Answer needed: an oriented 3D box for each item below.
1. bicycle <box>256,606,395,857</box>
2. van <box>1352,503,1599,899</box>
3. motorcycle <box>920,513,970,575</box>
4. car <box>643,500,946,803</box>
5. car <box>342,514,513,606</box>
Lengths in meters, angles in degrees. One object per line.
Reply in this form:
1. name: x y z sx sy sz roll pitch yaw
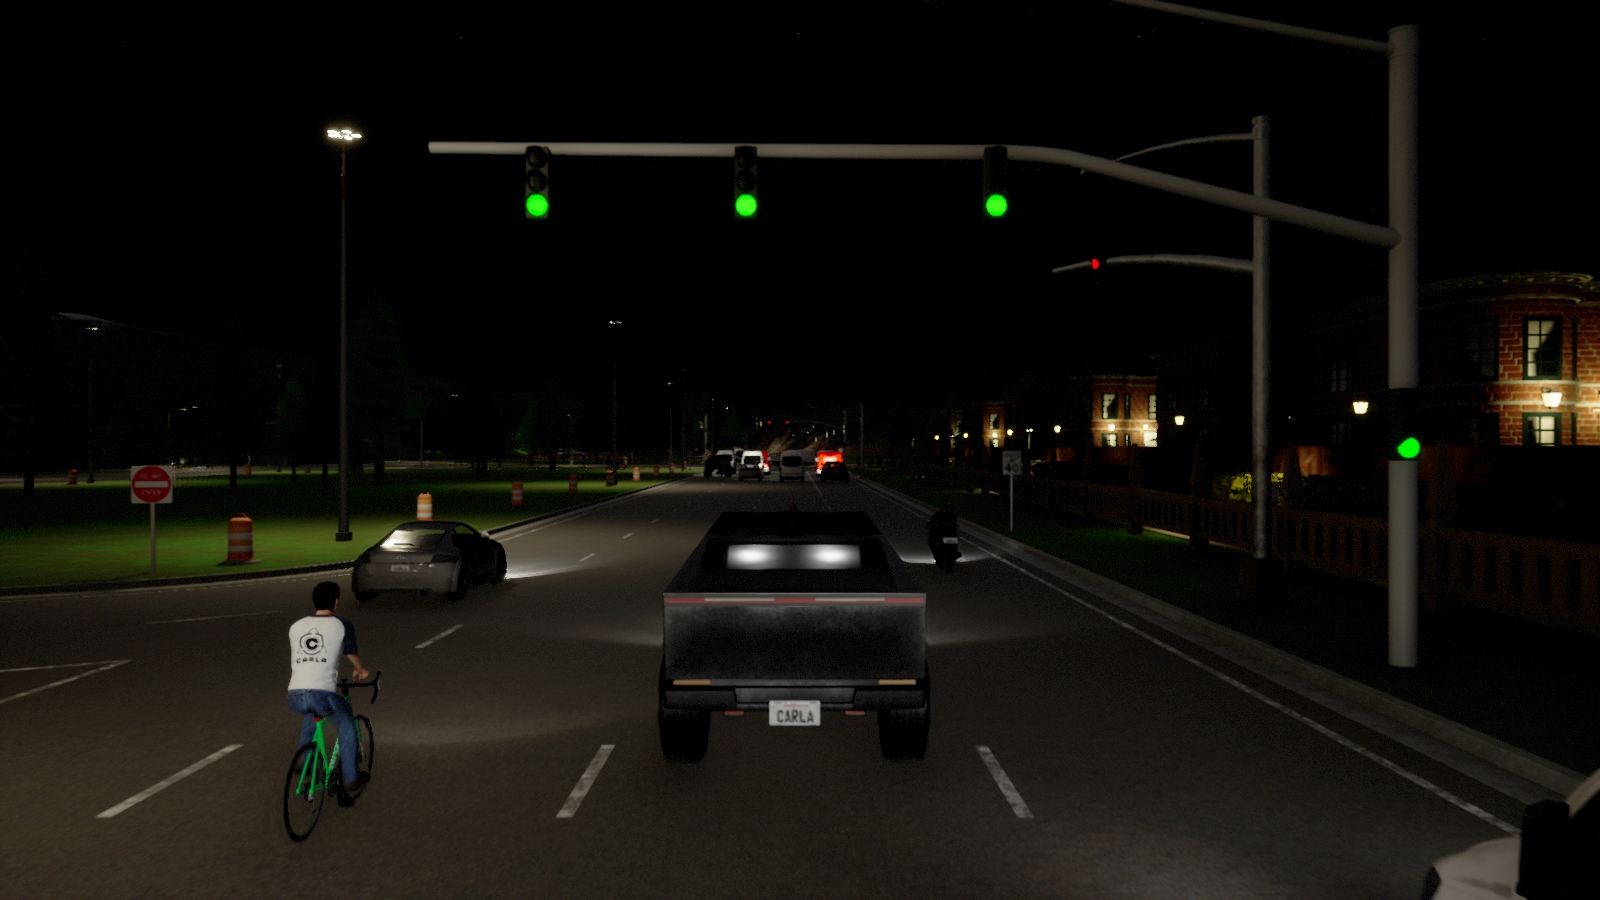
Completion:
1. bicycle: -3.536 2.036 8.637 0.373 1.496 1.643 0 0 0
2. van: 3.477 1.527 2.195 1.988 2.561 5.915 0 0 0
3. motorcycle: 3.333 2.151 26.447 0.867 1.251 2.209 0 0 0
4. car: -0.063 1.727 12.166 2.390 2.098 6.274 0 0 0
5. car: -7.137 2.072 22.375 1.994 1.385 4.181 0 0 0
